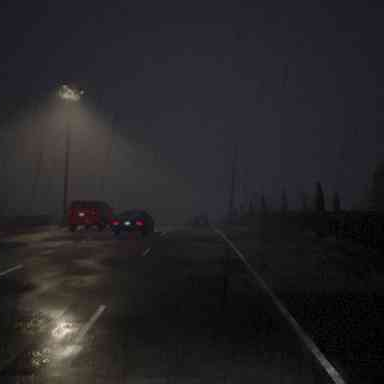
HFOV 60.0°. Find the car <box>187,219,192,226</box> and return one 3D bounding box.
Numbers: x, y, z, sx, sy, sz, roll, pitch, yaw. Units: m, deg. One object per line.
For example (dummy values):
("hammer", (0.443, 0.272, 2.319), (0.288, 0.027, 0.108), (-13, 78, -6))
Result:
("car", (0.018, 5.850, 63.521), (1.837, 1.490, 4.892), (0, -6, 0))

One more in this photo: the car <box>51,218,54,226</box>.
("car", (-21.072, 4.211, 47.212), (1.895, 1.301, 4.718), (0, -6, 0))

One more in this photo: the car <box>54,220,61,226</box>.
("car", (-17.579, 4.180, 47.855), (1.837, 1.490, 4.892), (0, -5, 0))

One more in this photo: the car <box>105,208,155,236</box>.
("car", (-3.395, 1.802, 20.023), (2.033, 1.411, 5.357), (0, -2, 0))

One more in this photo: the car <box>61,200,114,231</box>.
("car", (-6.894, 1.641, 23.418), (2.150, 2.045, 5.566), (0, -3, 0))

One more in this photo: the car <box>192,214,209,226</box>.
("car", (1.237, 3.771, 43.976), (1.837, 1.490, 4.892), (0, -6, 0))

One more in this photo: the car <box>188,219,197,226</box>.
("car", (0.063, 7.266, 78.511), (1.812, 1.442, 4.674), (-1, -6, 5))
